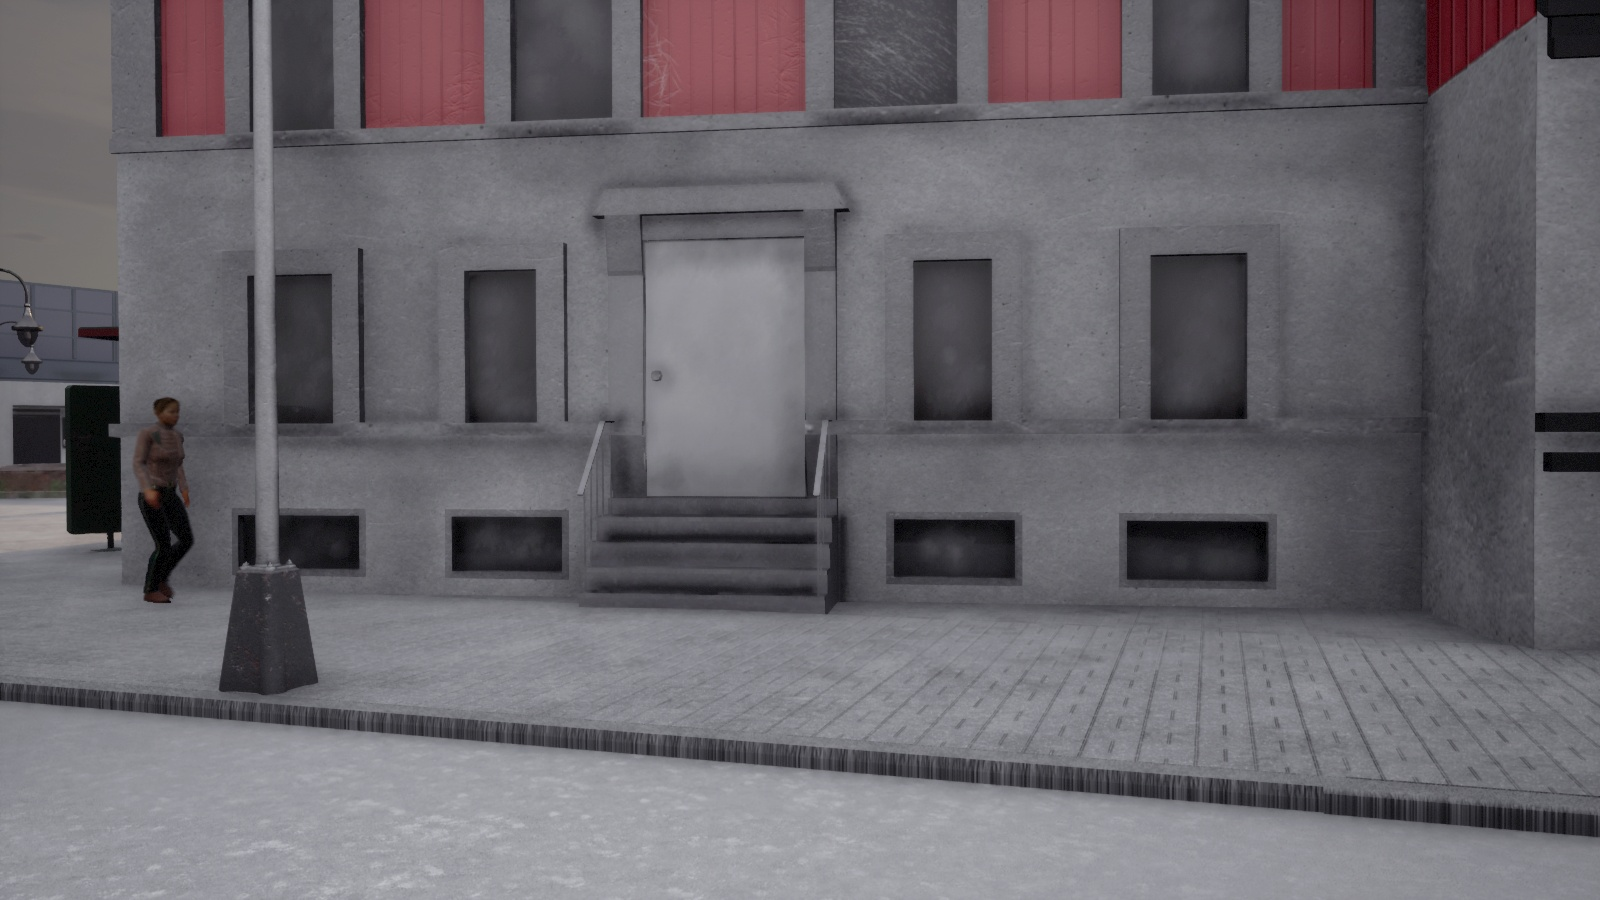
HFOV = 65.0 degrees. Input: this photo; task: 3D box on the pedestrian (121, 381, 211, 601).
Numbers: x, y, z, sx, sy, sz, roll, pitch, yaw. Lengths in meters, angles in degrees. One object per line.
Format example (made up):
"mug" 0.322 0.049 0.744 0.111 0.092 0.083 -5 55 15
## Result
"pedestrian" -5.448 0.343 10.796 0.634 1.846 0.331 1 1 19
